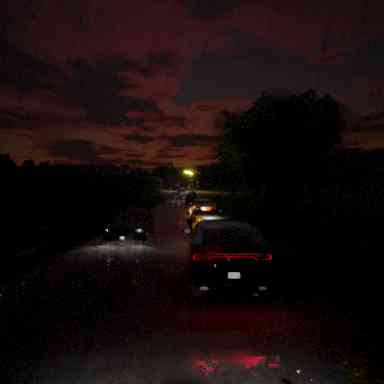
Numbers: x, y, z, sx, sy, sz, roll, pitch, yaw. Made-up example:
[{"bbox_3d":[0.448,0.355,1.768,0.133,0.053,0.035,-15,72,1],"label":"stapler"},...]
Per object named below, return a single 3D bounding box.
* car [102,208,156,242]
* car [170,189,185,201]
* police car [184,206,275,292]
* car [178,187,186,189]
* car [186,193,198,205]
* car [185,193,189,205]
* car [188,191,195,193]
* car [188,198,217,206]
[{"bbox_3d":[-2.866,1.483,16.361,2.033,1.411,5.357,0,1,0],"label":"car"},{"bbox_3d":[-2.880,0.702,59.937,2.128,1.511,4.902,0,2,0],"label":"car"},{"bbox_3d":[0.816,1.402,9.040,1.930,1.638,5.238,0,0,0],"label":"police car"},{"bbox_3d":[-2.837,-0.626,92.750,1.882,1.535,5.008,0,2,0],"label":"car"},{"bbox_3d":[0.801,1.210,24.901,2.097,1.767,4.553,0,1,0],"label":"car"},{"bbox_3d":[-0.003,1.149,46.640,1.895,1.301,4.718,0,1,1],"label":"car"},{"bbox_3d":[-0.061,0.572,65.745,2.033,1.411,5.357,0,2,0],"label":"car"},{"bbox_3d":[0.807,1.367,19.120,1.801,1.575,5.366,0,1,0],"label":"car"}]
